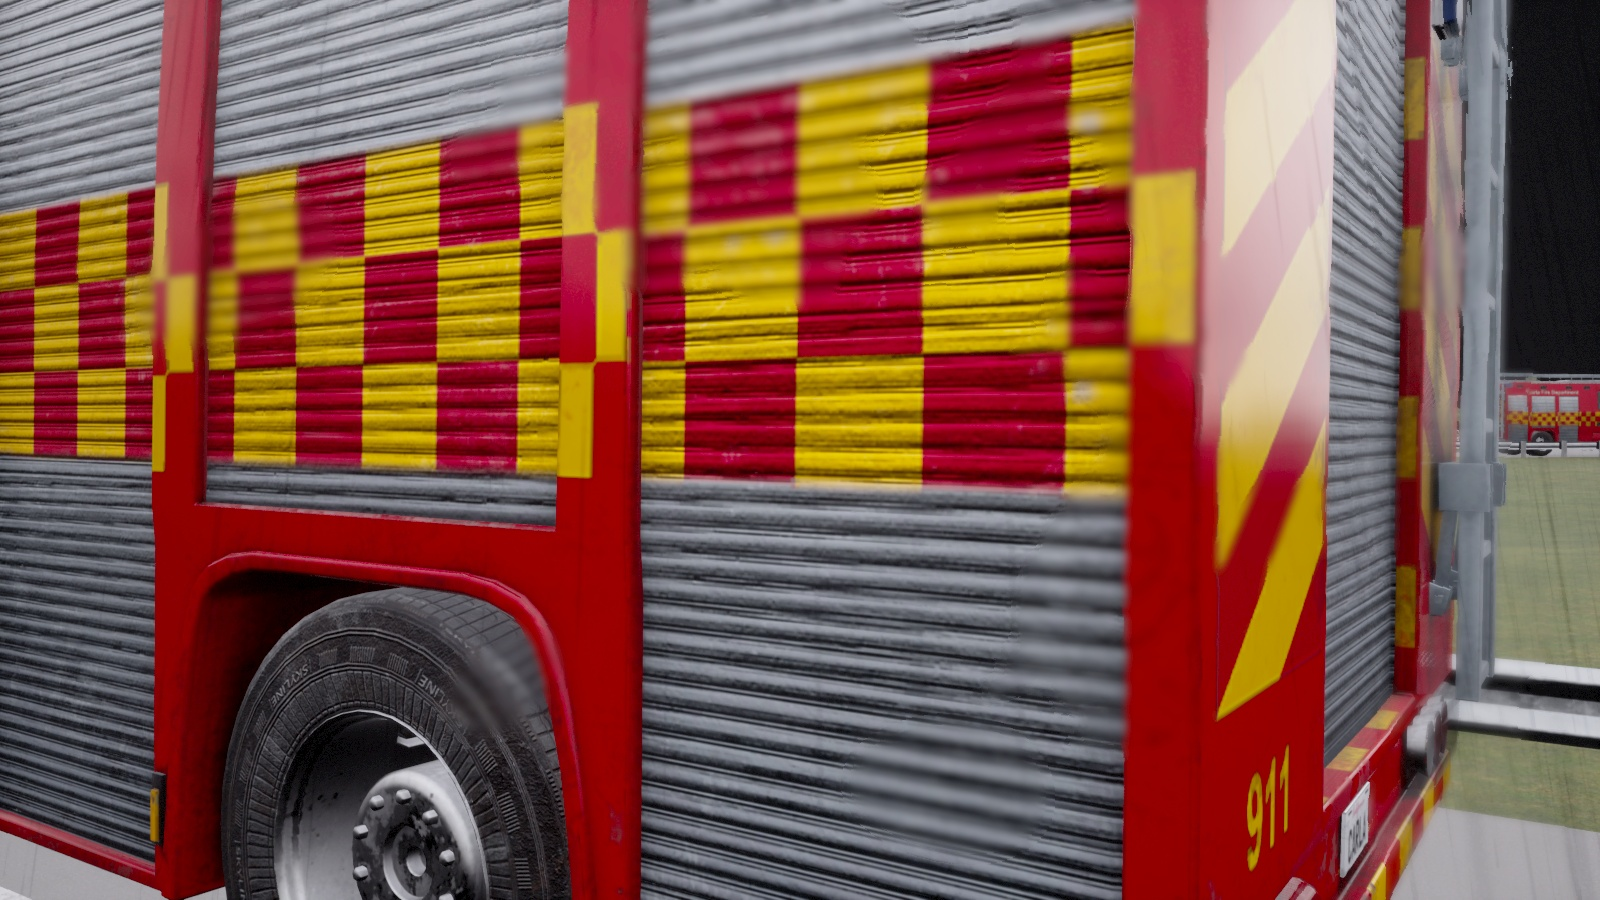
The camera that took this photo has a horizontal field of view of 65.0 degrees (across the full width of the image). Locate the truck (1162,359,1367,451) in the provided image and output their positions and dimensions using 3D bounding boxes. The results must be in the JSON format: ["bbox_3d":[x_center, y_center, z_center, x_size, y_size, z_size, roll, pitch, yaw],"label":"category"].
[{"bbox_3d":[21.015,-1.987,56.931,8.468,3.827,2.891,-1,2,24],"label":"truck"}]

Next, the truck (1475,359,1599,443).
[{"bbox_3d":[36.724,-2.318,59.099,8.468,3.827,2.891,-1,1,-3],"label":"truck"}]

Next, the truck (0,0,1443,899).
[{"bbox_3d":[-2.277,-0.483,5.145,8.468,3.827,2.891,0,1,34],"label":"truck"}]
